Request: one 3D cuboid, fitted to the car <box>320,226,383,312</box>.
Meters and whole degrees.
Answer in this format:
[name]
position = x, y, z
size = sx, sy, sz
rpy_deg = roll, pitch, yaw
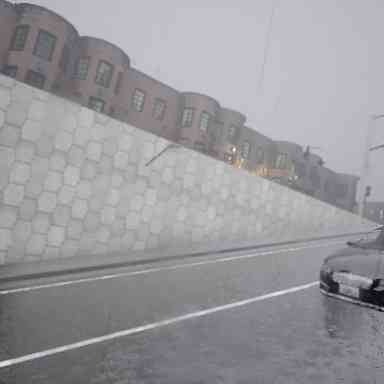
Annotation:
[car]
position = 4.829, 1.517, 7.390
size = 4.902, 1.511, 2.128
rpy_deg = 0, 0, -35
